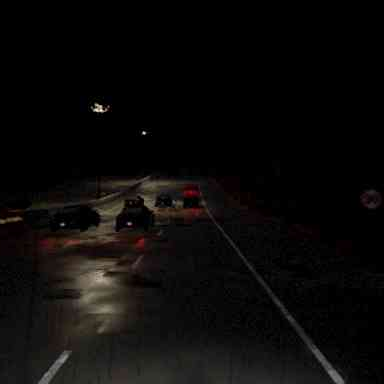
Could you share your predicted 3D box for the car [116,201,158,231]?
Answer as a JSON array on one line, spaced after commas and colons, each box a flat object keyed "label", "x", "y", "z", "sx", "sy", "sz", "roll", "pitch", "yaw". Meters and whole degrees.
[{"label": "car", "x": -3.410, "y": 1.533, "z": 20.422, "sx": 1.812, "sy": 1.442, "sz": 4.674, "roll": 0, "pitch": 0, "yaw": 0}]

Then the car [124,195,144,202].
[{"label": "car", "x": -7.005, "y": 1.047, "z": 40.415, "sx": 2.033, "sy": 1.411, "sz": 5.357, "roll": 0, "pitch": 4, "yaw": 0}]

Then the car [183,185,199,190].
[{"label": "car", "x": -0.158, "y": -0.078, "z": 50.192, "sx": 2.150, "sy": 2.045, "sz": 5.566, "roll": 0, "pitch": 6, "yaw": 0}]

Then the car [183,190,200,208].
[{"label": "car", "x": -0.102, "y": 1.013, "z": 39.817, "sx": 1.882, "sy": 1.535, "sz": 5.008, "roll": 0, "pitch": 3, "yaw": 0}]

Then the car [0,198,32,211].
[{"label": "car", "x": -17.563, "y": 1.349, "z": 32.448, "sx": 1.882, "sy": 1.535, "sz": 5.008, "roll": 0, "pitch": 2, "yaw": 0}]

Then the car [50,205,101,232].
[{"label": "car", "x": -6.908, "y": 1.533, "z": 20.041, "sx": 1.812, "sy": 1.442, "sz": 4.674, "roll": 0, "pitch": 0, "yaw": 0}]

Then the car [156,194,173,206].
[{"label": "car", "x": -3.512, "y": 0.944, "z": 41.687, "sx": 1.812, "sy": 1.442, "sz": 4.674, "roll": 0, "pitch": 4, "yaw": 0}]
